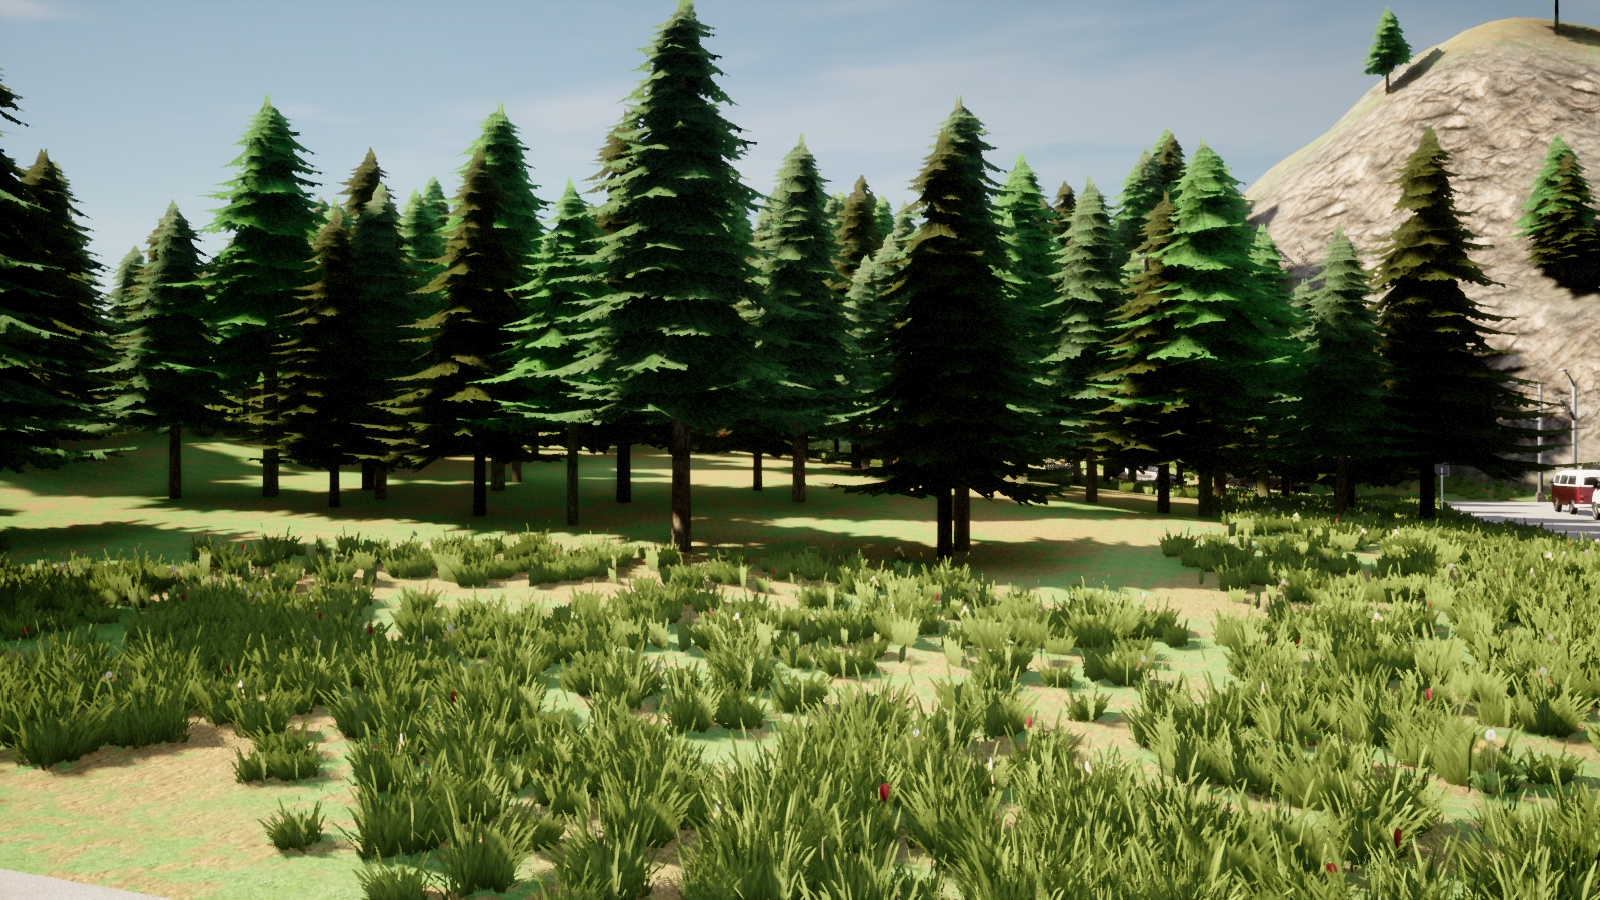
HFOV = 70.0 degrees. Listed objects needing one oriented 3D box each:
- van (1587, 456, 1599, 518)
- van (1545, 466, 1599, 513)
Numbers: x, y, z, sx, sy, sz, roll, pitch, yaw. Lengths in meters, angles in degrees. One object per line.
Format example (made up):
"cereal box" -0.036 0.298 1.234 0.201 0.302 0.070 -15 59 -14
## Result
"van" 33.726 1.534 45.978 1.988 2.561 5.915 0 0 20
"van" 36.159 1.782 52.642 2.069 2.038 4.480 0 0 20
